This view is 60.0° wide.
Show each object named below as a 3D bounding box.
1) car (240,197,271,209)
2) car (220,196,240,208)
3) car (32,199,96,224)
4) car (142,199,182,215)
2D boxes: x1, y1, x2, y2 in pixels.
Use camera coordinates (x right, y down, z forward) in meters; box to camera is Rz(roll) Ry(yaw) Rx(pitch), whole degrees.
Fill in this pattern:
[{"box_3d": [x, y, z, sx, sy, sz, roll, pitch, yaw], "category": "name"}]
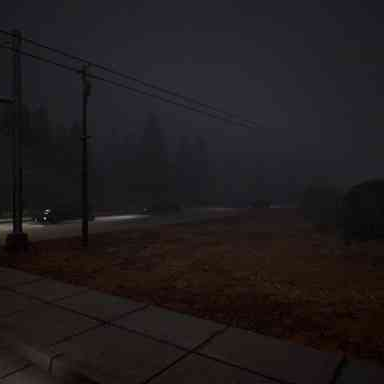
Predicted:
[{"box_3d": [8.468, 1.469, 42.997, 1.895, 1.301, 4.718, 0, 0, 37], "category": "car"}, {"box_3d": [5.730, 1.352, 45.452, 1.882, 1.535, 5.008, 0, 0, 37], "category": "car"}, {"box_3d": [-9.521, 1.359, 24.942, 2.097, 1.767, 4.553, 0, 0, 37], "category": "car"}, {"box_3d": [-3.000, 1.442, 33.736, 2.128, 1.511, 4.902, 0, 0, 37], "category": "car"}]
